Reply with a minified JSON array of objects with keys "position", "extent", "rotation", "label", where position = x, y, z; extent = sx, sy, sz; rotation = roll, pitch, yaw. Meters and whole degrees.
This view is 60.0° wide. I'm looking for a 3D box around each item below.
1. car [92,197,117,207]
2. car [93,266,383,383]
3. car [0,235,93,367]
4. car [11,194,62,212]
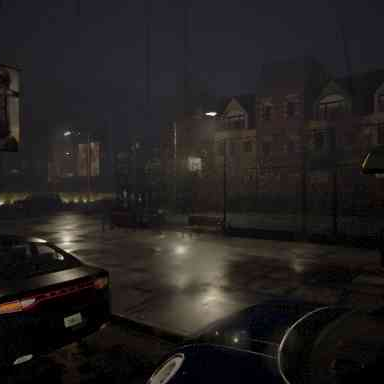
[{"position":[-13.106,1.491,51.300],"extent":[2.128,1.511,4.902],"rotation":[0,0,35],"label":"car"},{"position":[1.777,1.354,2.036],"extent":[4.553,1.767,2.185],"rotation":[0,0,35],"label":"car"},{"position":[-3.532,1.480,5.656],"extent":[5.008,1.535,2.097],"rotation":[0,0,35],"label":"car"},{"position":[-17.827,1.221,38.488],"extent":[2.150,2.045,5.566],"rotation":[0,0,35],"label":"car"}]
